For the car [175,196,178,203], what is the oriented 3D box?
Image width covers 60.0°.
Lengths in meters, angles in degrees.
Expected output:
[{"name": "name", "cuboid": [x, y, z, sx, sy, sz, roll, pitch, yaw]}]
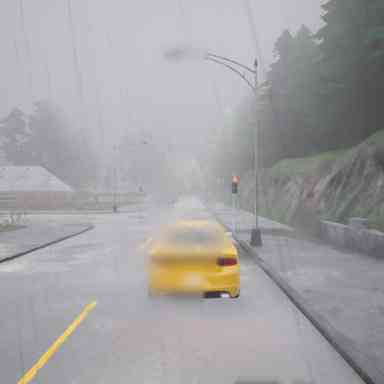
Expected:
[{"name": "car", "cuboid": [-4.035, 1.564, 58.817, 1.994, 1.385, 4.181, 0, 0, 0]}]

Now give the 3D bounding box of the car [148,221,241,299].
[{"name": "car", "cuboid": [0.059, 1.478, 8.532, 1.882, 1.535, 5.008, 0, 0, 1]}]

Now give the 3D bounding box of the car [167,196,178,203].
[{"name": "car", "cuboid": [-3.956, 1.564, 68.827, 1.994, 1.385, 4.181, 0, 0, 0]}]

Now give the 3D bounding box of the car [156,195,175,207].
[{"name": "car", "cuboid": [-4.060, 1.352, 49.499, 2.097, 1.767, 4.553, 0, 0, 0]}]
